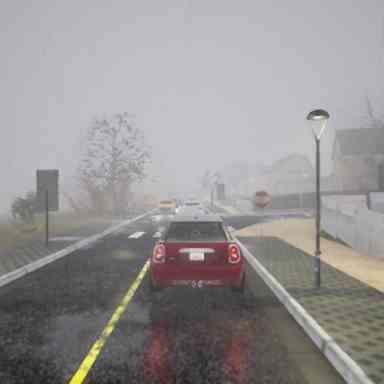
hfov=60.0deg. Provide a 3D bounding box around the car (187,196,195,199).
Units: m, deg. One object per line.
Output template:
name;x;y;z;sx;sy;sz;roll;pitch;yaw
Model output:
car;0.013;1.735;67.965;1.994;1.385;4.181;0;0;0

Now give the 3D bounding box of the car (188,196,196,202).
car;0.014;1.562;77.973;1.812;1.442;4.674;0;0;0

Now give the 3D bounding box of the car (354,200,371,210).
car;14.000;0.770;23.488;4.718;1.301;1.895;-3;-1;14

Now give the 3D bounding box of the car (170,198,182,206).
car;-2.803;1.744;59.077;1.895;1.301;4.718;0;0;0

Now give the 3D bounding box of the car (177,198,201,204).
car;0.053;1.470;26.459;1.812;1.442;4.674;-2;-2;0

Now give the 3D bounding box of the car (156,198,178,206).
car;-2.780;1.556;36.003;1.882;1.535;5.008;0;0;-2

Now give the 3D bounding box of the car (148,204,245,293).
car;0.101;1.368;9.056;2.097;1.767;4.553;0;0;0

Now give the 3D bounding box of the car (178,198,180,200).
car;-2.828;1.635;47.308;1.812;1.442;4.674;0;0;0
